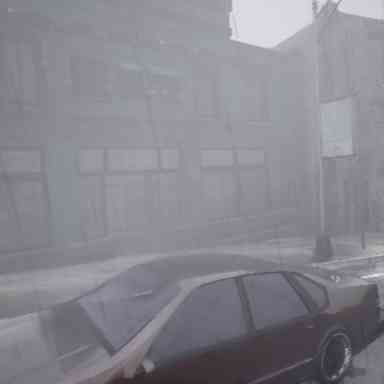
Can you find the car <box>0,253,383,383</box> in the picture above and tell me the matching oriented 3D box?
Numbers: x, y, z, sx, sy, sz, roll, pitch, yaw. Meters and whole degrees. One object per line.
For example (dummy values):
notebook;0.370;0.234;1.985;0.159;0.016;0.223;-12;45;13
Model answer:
car;0.037;1.503;3.803;5.357;1.411;2.033;0;1;-32
